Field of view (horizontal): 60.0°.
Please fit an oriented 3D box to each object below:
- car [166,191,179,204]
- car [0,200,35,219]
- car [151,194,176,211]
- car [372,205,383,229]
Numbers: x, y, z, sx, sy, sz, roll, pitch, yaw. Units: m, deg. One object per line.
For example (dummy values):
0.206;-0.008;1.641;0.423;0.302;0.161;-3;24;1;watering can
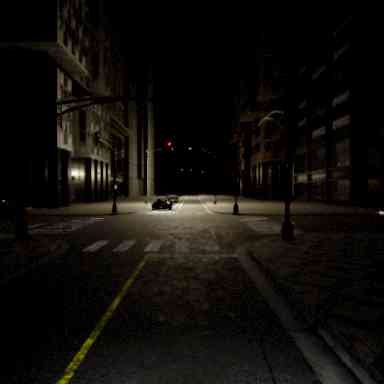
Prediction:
-3.004;1.066;50.745;2.128;1.511;4.902;0;1;0;car
-15.019;1.328;26.140;4.829;1.417;1.752;0;0;0;car
-3.007;1.275;34.519;1.994;1.385;4.181;0;1;0;car
11.893;1.225;17.453;4.097;1.590;1.967;0;0;0;car
